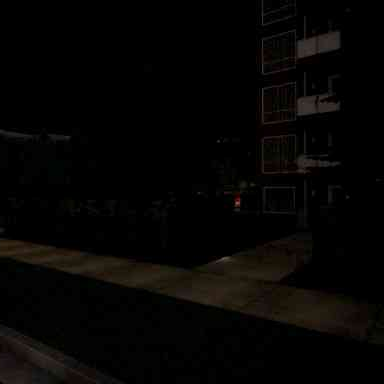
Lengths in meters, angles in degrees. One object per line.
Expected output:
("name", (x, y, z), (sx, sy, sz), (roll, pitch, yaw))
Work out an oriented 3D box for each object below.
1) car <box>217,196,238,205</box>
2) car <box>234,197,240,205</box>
("car", (6.473, 1.526, 60.134), (1.812, 1.442, 4.674), (0, 0, 36))
("car", (9.307, 1.478, 58.079), (1.882, 1.535, 5.008), (0, 0, 36))
